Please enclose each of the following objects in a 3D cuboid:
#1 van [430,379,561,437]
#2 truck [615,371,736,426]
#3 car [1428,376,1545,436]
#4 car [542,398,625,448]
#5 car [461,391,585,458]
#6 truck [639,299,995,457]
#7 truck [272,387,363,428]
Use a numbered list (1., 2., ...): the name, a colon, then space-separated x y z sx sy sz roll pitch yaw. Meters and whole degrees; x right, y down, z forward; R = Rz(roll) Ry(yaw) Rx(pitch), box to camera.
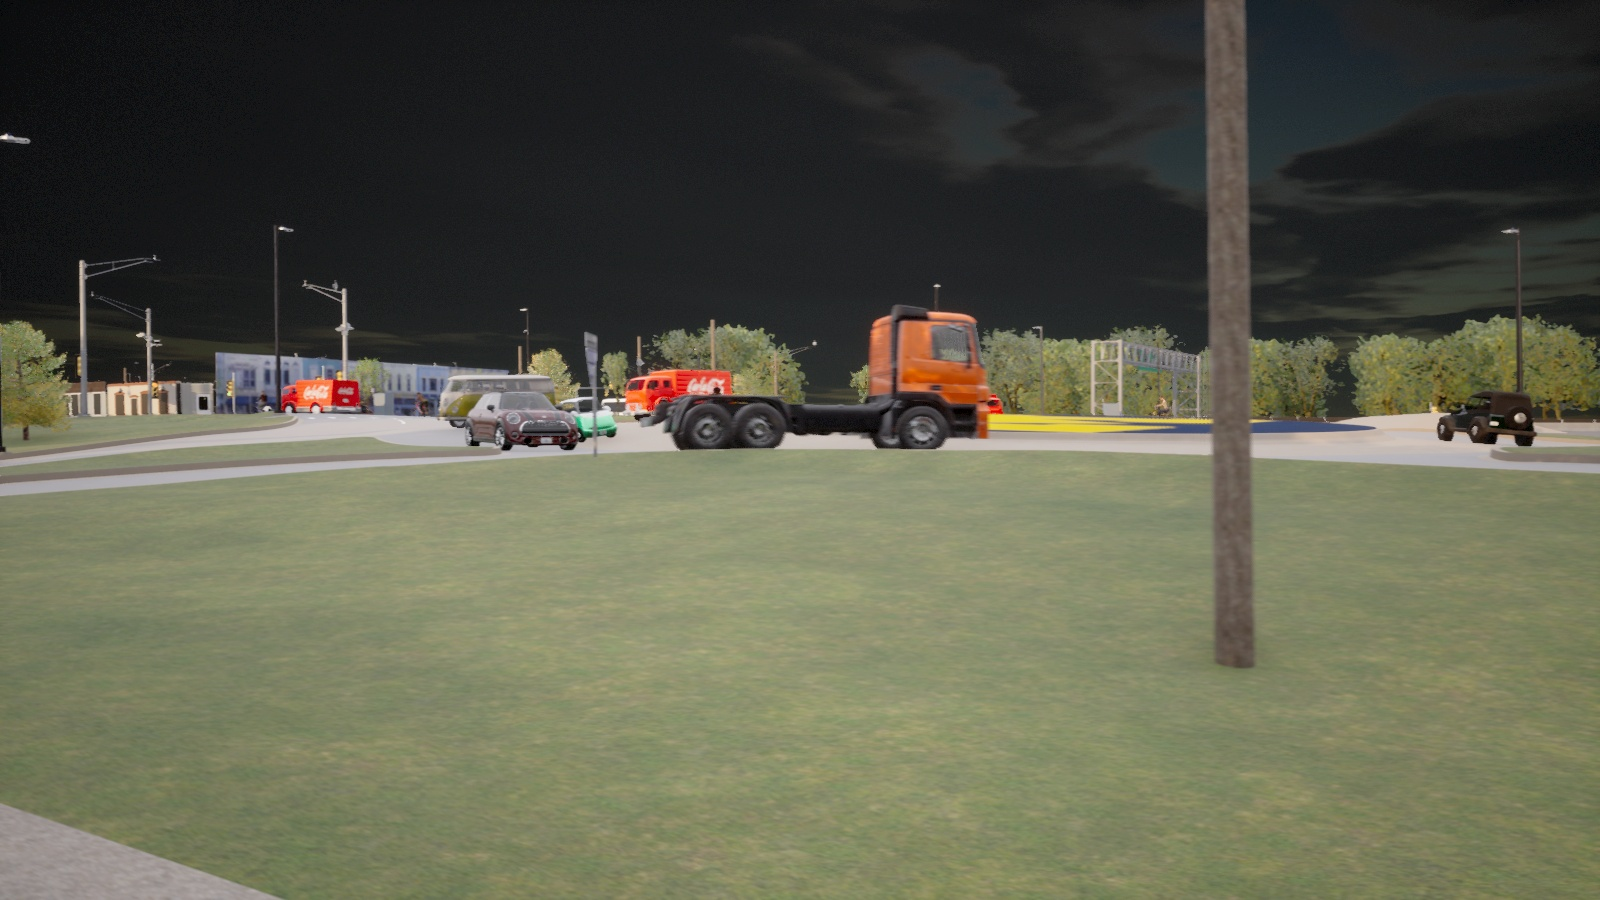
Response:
1. van: -11.337 -1.615 46.992 1.775 1.987 4.442 2 5 44
2. truck: -6.020 -2.525 61.225 5.204 2.467 2.627 -3 1 -42
3. car: 24.263 -1.553 44.532 1.905 1.878 3.866 5 2 1
4. car: -7.027 -0.898 40.673 2.207 1.376 1.481 2 10 43
5. car: -7.948 -0.751 35.702 2.097 1.767 4.553 -2 2 -31
6. truck: 0.317 -1.627 29.705 7.936 3.462 2.891 -1 0 -12
7. truck: -31.014 -2.687 80.687 5.204 2.467 2.627 -1 0 28
